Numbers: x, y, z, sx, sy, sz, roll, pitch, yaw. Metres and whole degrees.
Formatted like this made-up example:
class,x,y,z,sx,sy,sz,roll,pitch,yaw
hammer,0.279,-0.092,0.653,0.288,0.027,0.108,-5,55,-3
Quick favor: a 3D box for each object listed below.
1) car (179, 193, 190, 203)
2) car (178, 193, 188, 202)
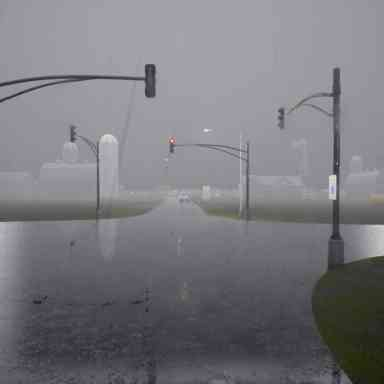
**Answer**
class,x,y,z,sx,sy,sz,roll,pitch,yaw
car,-1.508,1.553,69.874,1.812,1.442,4.674,0,0,-3
car,-2.091,1.189,79.909,2.150,2.045,5.566,0,0,-4
